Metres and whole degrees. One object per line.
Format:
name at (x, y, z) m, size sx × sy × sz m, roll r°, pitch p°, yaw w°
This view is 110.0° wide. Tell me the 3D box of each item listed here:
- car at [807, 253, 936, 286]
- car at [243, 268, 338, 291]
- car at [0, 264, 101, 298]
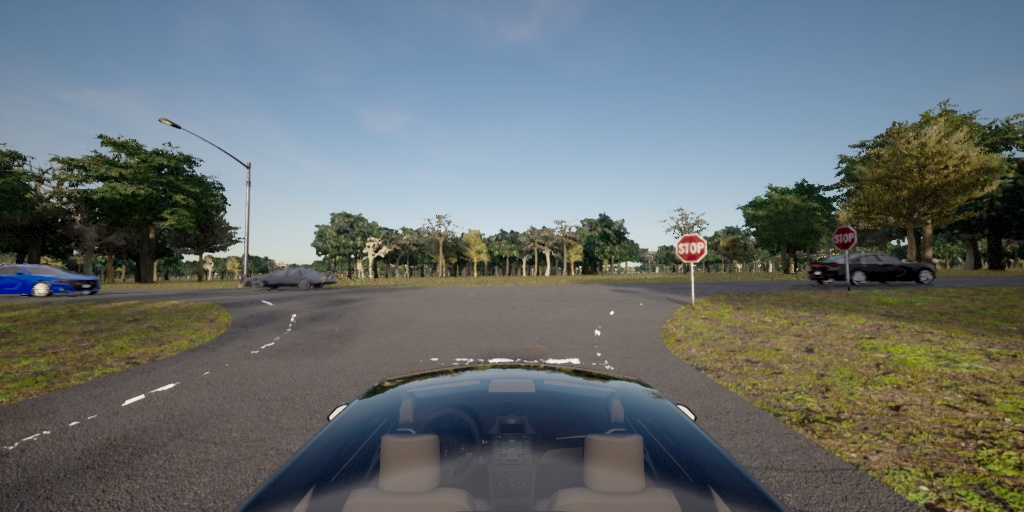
car at (16.792, 0.605, 16.874) m, size 5.008 × 1.535 × 1.882 m, roll -1°, pitch -3°, yaw -1°
car at (-14.425, 1.515, 23.541) m, size 5.357 × 1.411 × 2.033 m, roll -1°, pitch -3°, yaw 1°
car at (-22.198, 1.146, 16.630) m, size 5.008 × 1.535 × 1.882 m, roll -1°, pitch -3°, yaw 1°
